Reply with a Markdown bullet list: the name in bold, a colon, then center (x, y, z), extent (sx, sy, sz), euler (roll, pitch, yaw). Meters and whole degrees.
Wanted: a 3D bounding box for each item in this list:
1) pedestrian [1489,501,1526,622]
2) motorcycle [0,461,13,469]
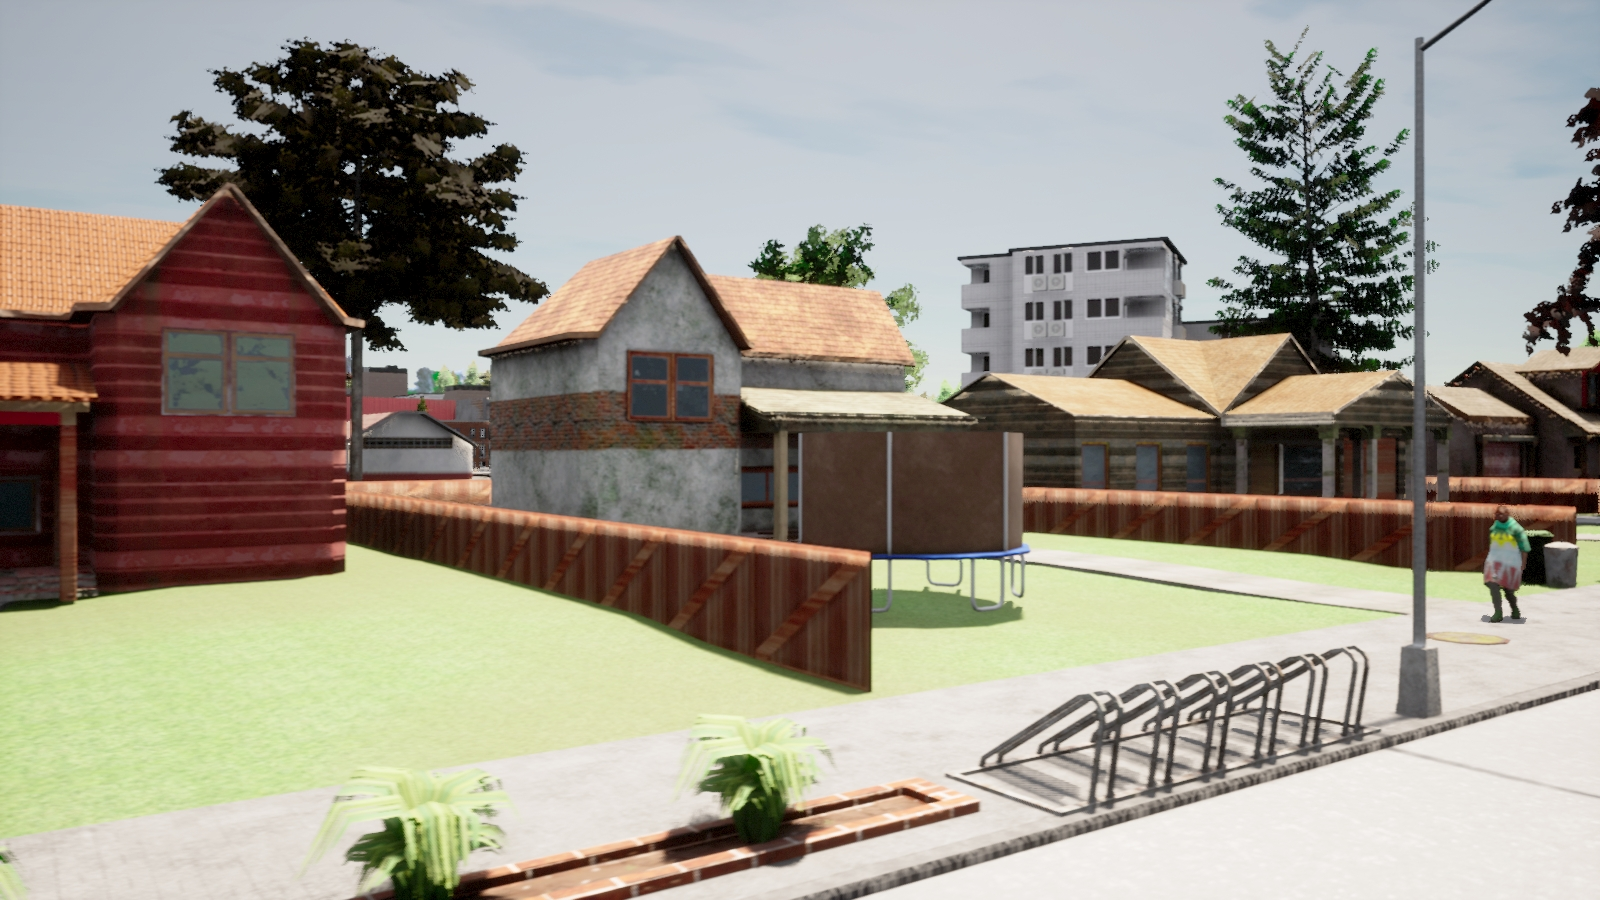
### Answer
- **pedestrian**: center (11.159, 1.740, 18.034), extent (0.375, 1.860, 0.375), euler (0, 0, -34)
- **motorcycle**: center (-116.297, 2.185, 167.076), extent (2.033, 1.199, 0.803), euler (0, 0, -35)
